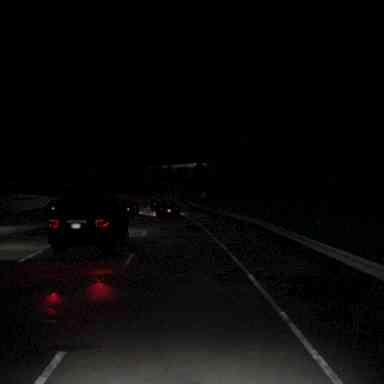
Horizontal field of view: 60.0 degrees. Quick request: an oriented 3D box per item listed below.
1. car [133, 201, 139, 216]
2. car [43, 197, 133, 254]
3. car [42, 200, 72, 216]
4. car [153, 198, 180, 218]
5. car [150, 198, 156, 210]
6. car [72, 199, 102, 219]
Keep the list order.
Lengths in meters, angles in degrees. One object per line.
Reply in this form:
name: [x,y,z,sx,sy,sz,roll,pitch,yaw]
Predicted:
car: [-6.042,1.517,31.776,1.994,1.385,4.181,0,0,-9]
car: [-3.948,1.204,13.541,2.150,2.045,5.566,0,0,-3]
car: [-13.355,1.527,33.151,1.994,1.385,4.181,0,0,-10]
car: [-2.151,1.515,29.370,1.994,1.385,4.181,0,0,-8]
car: [-4.138,1.459,41.095,1.812,1.442,4.674,0,0,-11]
car: [-9.257,1.467,29.680,1.837,1.490,4.892,0,0,-8]
